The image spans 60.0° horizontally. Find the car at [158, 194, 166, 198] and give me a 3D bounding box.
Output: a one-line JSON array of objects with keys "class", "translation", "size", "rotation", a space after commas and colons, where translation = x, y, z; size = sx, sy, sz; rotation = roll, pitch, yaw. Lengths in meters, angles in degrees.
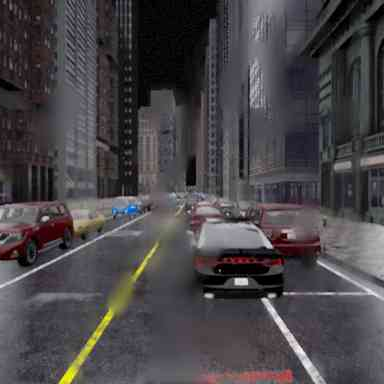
[{"class": "car", "translation": [-5.697, 1.285, 51.068], "size": [2.192, 1.841, 5.009], "rotation": [0, 0, 0]}]

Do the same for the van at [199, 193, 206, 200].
[{"class": "van", "translation": [2.883, 1.303, 90.546], "size": [1.690, 1.788, 3.998], "rotation": [0, 0, 0]}]

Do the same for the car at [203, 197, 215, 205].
[{"class": "car", "translation": [2.837, 1.535, 56.702], "size": [1.947, 1.339, 4.313], "rotation": [0, 0, 0]}]

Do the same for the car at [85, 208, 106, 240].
[{"class": "car", "translation": [-5.743, 1.509, 17.054], "size": [1.752, 1.417, 4.829], "rotation": [0, 0, 0]}]

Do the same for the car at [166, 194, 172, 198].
[{"class": "car", "translation": [-5.672, 1.533, 67.991], "size": [1.947, 1.339, 4.313], "rotation": [0, 0, 0]}]

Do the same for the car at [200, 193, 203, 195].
[{"class": "car", "translation": [2.861, 1.511, 73.624], "size": [1.887, 1.381, 4.507], "rotation": [0, 0, 0]}]

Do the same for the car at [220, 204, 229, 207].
[{"class": "car", "translation": [2.783, 1.535, 17.219], "size": [2.008, 1.369, 4.403], "rotation": [0, 0, 0]}]

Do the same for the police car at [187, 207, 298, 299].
[{"class": "police car", "translation": [0.897, 1.417, 8.600], "size": [1.930, 1.638, 5.238], "rotation": [0, 0, 0]}]

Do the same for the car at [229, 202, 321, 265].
[{"class": "car", "translation": [2.774, 1.304, 11.579], "size": [2.192, 1.841, 5.009], "rotation": [0, 0, 0]}]

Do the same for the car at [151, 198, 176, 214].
[{"class": "car", "translation": [-3.053, 1.575, 34.728], "size": [1.895, 1.301, 4.718], "rotation": [0, 0, 0]}]

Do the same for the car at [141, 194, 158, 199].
[{"class": "car", "translation": [-5.712, 1.288, 39.787], "size": [2.192, 1.841, 5.009], "rotation": [0, 0, 0]}]

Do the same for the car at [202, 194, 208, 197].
[{"class": "car", "translation": [2.821, 1.412, 45.421], "size": [1.967, 1.590, 4.097], "rotation": [0, 0, 0]}]

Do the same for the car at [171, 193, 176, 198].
[{"class": "car", "translation": [-5.657, 1.515, 79.272], "size": [2.008, 1.369, 4.403], "rotation": [0, 0, 0]}]

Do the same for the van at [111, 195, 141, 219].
[{"class": "van", "translation": [-5.728, 1.318, 28.505], "size": [1.690, 1.788, 3.998], "rotation": [0, 0, 0]}]

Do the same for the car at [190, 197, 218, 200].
[{"class": "car", "translation": [0.933, 1.434, 24.679], "size": [1.801, 1.575, 5.366], "rotation": [0, 0, 0]}]

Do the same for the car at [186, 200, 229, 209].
[{"class": "car", "translation": [0.803, 1.462, 18.462], "size": [1.882, 1.535, 5.008], "rotation": [0, 0, -2]}]

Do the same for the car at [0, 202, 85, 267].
[{"class": "car", "translation": [-5.751, 1.303, 11.583], "size": [2.192, 1.841, 5.009], "rotation": [0, 0, 0]}]

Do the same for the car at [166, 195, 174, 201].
[{"class": "car", "translation": [-5.649, 1.489, 84.743], "size": [1.752, 1.417, 4.829], "rotation": [0, 0, 0]}]

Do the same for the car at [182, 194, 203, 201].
[{"class": "car", "translation": [0.087, 1.463, 45.591], "size": [2.128, 1.511, 4.902], "rotation": [0, 0, 1]}]

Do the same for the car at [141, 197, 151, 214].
[{"class": "car", "translation": [-5.719, 1.525, 34.146], "size": [2.008, 1.369, 4.403], "rotation": [0, 0, 0]}]
